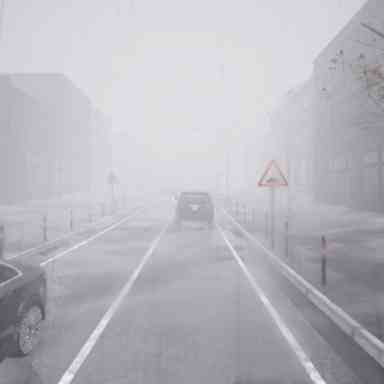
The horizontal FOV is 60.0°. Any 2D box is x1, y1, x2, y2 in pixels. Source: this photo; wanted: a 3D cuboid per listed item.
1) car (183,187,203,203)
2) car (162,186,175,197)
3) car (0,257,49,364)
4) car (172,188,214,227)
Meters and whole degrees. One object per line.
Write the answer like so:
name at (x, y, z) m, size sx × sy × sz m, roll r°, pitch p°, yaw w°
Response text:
car at (0.087, 0.304, 38.860) m, size 2.128 × 1.511 × 4.902 m, roll 0°, pitch 4°, yaw 0°
car at (-3.058, -0.091, 46.458) m, size 1.994 × 1.385 × 4.181 m, roll 0°, pitch 3°, yaw 1°
car at (-3.101, 1.487, 3.166) m, size 2.128 × 1.511 × 4.902 m, roll 0°, pitch 0°, yaw 0°
car at (0.121, 0.904, 20.191) m, size 2.150 × 2.045 × 5.566 m, roll 1°, pitch 1°, yaw -1°
